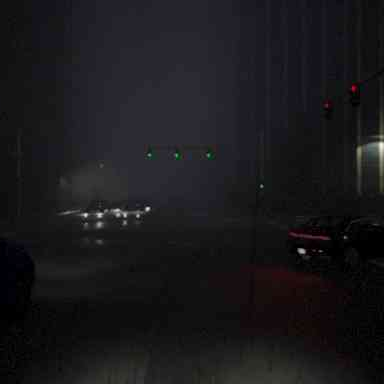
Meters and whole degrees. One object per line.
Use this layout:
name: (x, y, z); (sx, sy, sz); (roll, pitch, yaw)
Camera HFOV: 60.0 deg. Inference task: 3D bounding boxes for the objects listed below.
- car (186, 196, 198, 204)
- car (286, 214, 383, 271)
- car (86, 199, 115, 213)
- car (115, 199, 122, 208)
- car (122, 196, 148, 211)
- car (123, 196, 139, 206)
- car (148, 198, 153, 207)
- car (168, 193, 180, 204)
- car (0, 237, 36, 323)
car: (0.000, 1.531, 63.268); (1.837, 1.490, 4.892); (0, 0, 0)
car: (5.272, 1.496, 10.882); (4.902, 1.511, 2.128); (0, -1, -31)
car: (-10.598, 1.541, 37.994); (1.812, 1.442, 4.674); (0, 0, 0)
car: (-10.569, 1.620, 47.102); (1.895, 1.301, 4.718); (0, 0, 0)
car: (-7.086, 1.522, 41.756); (1.837, 1.490, 4.892); (0, 0, 0)
car: (-10.500, 1.502, 57.544); (1.882, 1.535, 5.008); (0, 0, 0)
car: (-7.057, 1.585, 50.664); (1.994, 1.385, 4.181); (0, 0, 0)
car: (-3.498, 1.248, 64.187); (2.150, 2.045, 5.566); (0, 0, 0)
car: (-3.816, 1.225, 3.955); (2.150, 2.045, 5.566); (0, 0, -6)
